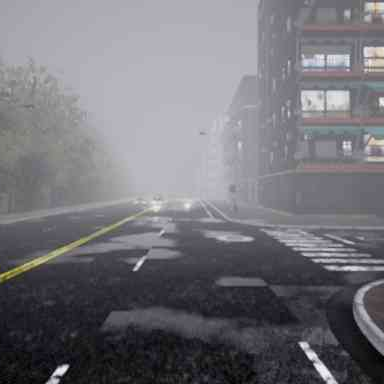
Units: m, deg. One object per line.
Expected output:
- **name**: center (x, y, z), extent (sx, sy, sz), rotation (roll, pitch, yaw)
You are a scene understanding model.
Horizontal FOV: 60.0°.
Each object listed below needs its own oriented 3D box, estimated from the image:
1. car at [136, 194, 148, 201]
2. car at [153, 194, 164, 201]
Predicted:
- **car**: center (-9.752, 1.052, 65.529), extent (1.882, 1.535, 5.008), rotation (0, 0, 0)
- **car**: center (-6.502, 1.129, 65.529), extent (2.033, 1.411, 5.357), rotation (0, 0, 0)
